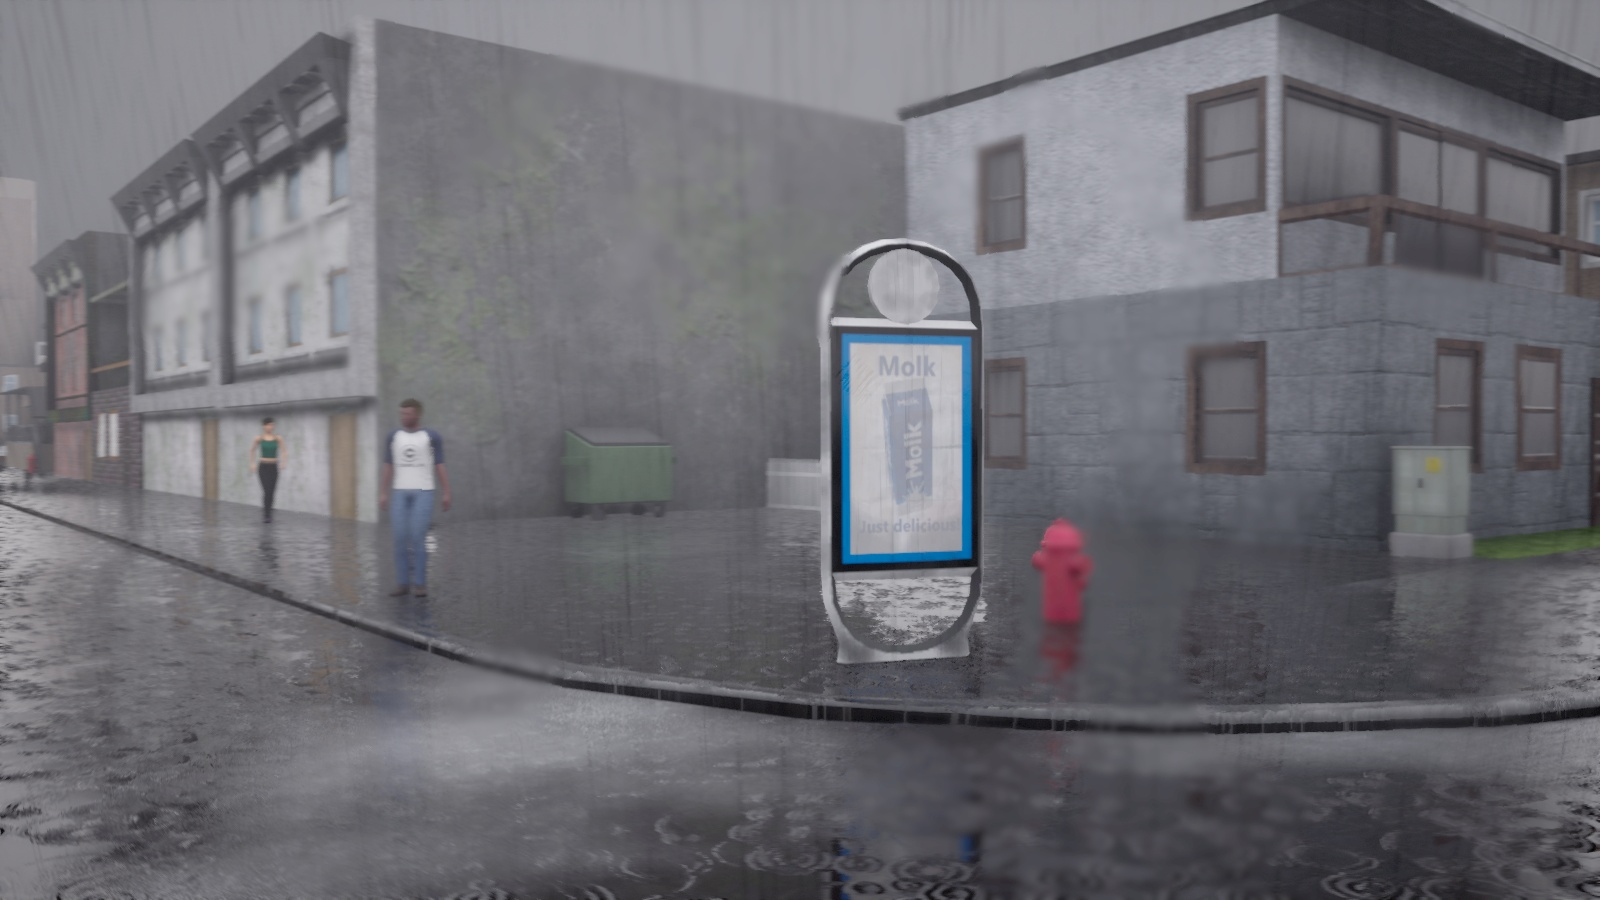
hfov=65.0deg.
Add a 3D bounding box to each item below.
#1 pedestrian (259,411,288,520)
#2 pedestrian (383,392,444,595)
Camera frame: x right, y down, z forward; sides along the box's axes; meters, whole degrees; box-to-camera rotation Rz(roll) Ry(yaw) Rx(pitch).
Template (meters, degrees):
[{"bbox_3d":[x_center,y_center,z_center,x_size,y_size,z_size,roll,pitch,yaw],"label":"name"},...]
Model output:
[{"bbox_3d":[-8.994,0.252,21.453,0.345,1.836,0.594,0,1,-34],"label":"pedestrian"},{"bbox_3d":[-3.584,0.389,11.673,0.354,1.836,0.706,0,1,-1],"label":"pedestrian"}]
